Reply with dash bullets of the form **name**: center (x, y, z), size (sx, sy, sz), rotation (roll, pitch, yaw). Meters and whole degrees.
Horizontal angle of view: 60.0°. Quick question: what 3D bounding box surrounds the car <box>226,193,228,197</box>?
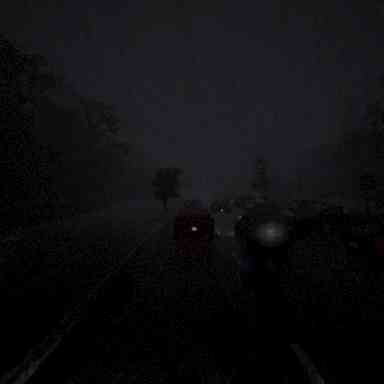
- **car**: center (8.226, 1.335, 48.834), size (5.366, 1.575, 1.946), rotation (1, 0, -20)

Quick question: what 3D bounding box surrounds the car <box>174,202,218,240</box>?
- **car**: center (0.094, 1.487, 17.226), size (1.882, 1.535, 5.008), rotation (0, 0, 0)

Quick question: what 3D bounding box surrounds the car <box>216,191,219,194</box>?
- **car**: center (8.043, 1.081, 69.780), size (4.674, 1.452, 2.002), rotation (0, 1, -20)

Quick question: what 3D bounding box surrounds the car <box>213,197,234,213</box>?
- **car**: center (3.088, 1.572, 36.683), size (1.895, 1.301, 4.718), rotation (0, 0, 0)

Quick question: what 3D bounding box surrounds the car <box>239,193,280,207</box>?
- **car**: center (8.088, 1.226, 33.758), size (5.566, 2.045, 2.435), rotation (1, 0, -20)

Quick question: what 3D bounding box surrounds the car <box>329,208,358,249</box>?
- **car**: center (8.040, 1.517, 12.719), size (4.792, 1.488, 2.163), rotation (1, 0, -20)

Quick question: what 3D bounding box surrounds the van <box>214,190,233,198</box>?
- **van**: center (7.938, 0.603, 84.643), size (4.442, 1.987, 1.878), rotation (0, 1, -20)

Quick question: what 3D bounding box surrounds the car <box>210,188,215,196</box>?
- **car**: center (8.023, 0.621, 81.690), size (5.566, 2.045, 2.435), rotation (0, 1, -20)

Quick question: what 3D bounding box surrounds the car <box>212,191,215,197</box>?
- **car**: center (8.039, 0.915, 78.726), size (4.892, 1.521, 2.231), rotation (1, 1, -20)

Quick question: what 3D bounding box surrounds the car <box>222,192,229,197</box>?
- **car**: center (8.027, 1.284, 54.757), size (4.792, 1.488, 2.163), rotation (1, 1, -20)

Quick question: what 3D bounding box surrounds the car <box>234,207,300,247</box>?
- **car**: center (3.094, 1.569, 15.039), size (1.994, 1.385, 4.181), rotation (0, 0, 0)

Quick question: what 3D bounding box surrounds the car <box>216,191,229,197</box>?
- **car**: center (8.023, 1.113, 66.762), size (4.792, 1.488, 2.163), rotation (0, 1, -20)

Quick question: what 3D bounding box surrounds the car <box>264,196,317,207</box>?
- **car**: center (8.094, 1.377, 24.747), size (4.553, 1.767, 2.185), rotation (1, 0, -20)

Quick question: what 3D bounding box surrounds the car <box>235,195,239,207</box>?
- **car**: center (7.886, 1.454, 36.687), size (5.366, 1.575, 1.946), rotation (1, 1, -20)

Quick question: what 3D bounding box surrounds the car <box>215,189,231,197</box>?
- **car**: center (8.019, 0.873, 72.750), size (4.553, 1.767, 2.185), rotation (0, 1, -20)

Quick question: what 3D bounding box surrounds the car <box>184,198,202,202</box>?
- **car**: center (0.088, 1.453, 37.847), size (2.128, 1.511, 4.902), rotation (0, 0, 0)

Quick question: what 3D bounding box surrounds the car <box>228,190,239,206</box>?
- **car**: center (8.034, 1.158, 42.739), size (5.566, 2.045, 2.435), rotation (1, 1, -20)

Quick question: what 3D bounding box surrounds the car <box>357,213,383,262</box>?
- **car**: center (8.046, 1.233, 9.716), size (5.566, 2.045, 2.435), rotation (1, 0, -20)

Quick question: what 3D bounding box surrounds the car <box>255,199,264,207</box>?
- **car**: center (8.064, 1.542, 27.736), size (4.674, 1.452, 2.002), rotation (1, 1, -20)

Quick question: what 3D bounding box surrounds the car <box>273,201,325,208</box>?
- **car**: center (8.065, 1.542, 21.736), size (4.674, 1.452, 2.002), rotation (1, 0, -20)

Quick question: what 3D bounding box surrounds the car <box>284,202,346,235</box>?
- **car**: center (8.057, 1.499, 18.735), size (5.008, 1.535, 2.097), rotation (1, 0, -20)

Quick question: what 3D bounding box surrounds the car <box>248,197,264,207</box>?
- **car**: center (8.086, 1.519, 30.761), size (4.792, 1.488, 2.163), rotation (1, 0, -20)
